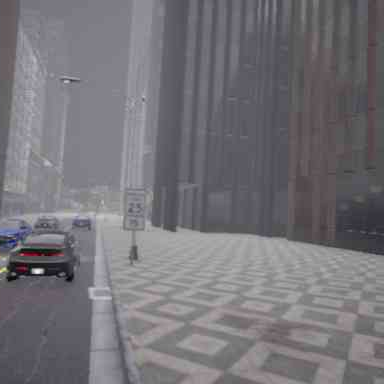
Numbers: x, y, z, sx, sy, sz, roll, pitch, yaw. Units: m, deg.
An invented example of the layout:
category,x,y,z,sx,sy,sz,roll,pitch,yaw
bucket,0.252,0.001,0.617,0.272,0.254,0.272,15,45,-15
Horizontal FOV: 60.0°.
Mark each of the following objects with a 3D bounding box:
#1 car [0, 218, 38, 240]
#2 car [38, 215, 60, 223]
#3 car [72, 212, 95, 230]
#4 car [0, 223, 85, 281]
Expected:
category,x,y,z,sx,sy,sz,roll,pitch,yaw
car,-9.961,2.174,17.959,1.882,1.535,5.008,4,-4,-16
car,-14.147,3.018,32.714,1.994,1.385,4.181,4,-4,-15
car,-12.208,3.327,37.091,1.882,1.535,5.008,4,-4,-16
car,-4.914,2.058,11.536,1.837,1.490,4.892,4,-4,-16
